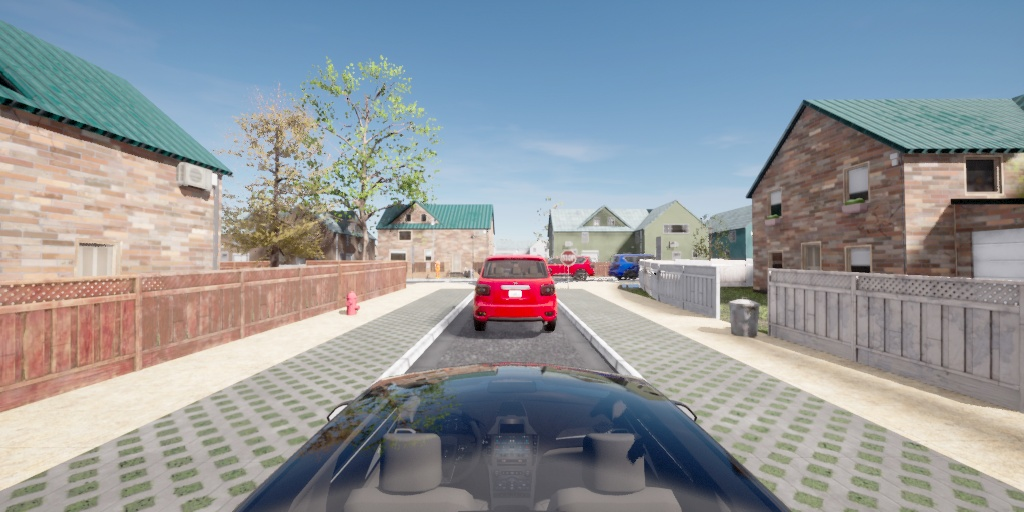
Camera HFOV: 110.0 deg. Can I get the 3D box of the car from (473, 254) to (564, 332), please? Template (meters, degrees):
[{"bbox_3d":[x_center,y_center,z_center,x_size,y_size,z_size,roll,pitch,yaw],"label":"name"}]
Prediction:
[{"bbox_3d":[0.083,0.976,11.069,2.150,2.045,5.566,0,0,0],"label":"car"}]

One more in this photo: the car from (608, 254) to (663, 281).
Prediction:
[{"bbox_3d":[10.006,0.898,26.561,5.566,2.045,2.150,0,-1,1],"label":"car"}]

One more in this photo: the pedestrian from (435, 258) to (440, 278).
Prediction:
[{"bbox_3d":[-6.759,1.121,32.614,0.375,1.860,0.375,0,-1,1],"label":"pedestrian"}]

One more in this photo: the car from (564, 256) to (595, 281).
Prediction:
[{"bbox_3d":[3.968,1.028,29.580,5.566,2.045,2.150,0,-1,1],"label":"car"}]
